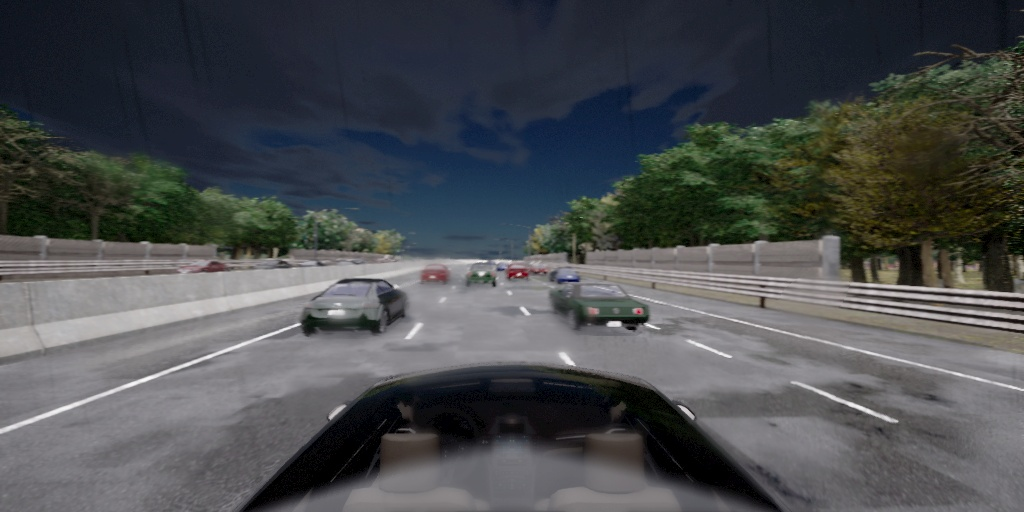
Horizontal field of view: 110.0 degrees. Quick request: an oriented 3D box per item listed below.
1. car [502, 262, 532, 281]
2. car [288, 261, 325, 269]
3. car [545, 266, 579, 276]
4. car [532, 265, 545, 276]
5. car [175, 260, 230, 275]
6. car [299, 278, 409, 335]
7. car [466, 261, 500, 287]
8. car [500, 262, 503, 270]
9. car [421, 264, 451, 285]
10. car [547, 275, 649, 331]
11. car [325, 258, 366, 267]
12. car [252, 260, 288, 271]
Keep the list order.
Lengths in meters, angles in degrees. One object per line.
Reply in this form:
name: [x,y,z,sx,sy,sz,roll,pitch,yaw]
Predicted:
car: [0.419,1.509,34.640,1.882,1.535,5.008,1,0,-5]
car: [-21.029,1.247,37.649,1.812,1.442,4.674,1,0,-5]
car: [4.403,1.629,30.423,1.994,1.385,4.181,1,0,-5]
car: [3.208,1.721,43.812,1.895,1.301,4.718,1,0,-5]
car: [-27.571,1.118,32.206,1.812,1.442,4.674,1,0,-5]
car: [-4.361,1.339,10.549,1.994,1.385,4.181,1,0,-5]
car: [-2.295,1.291,26.819,2.097,1.767,4.553,1,0,-5]
car: [-1.443,1.654,55.517,1.994,1.385,4.181,1,0,-5]
car: [-5.945,1.372,28.327,1.882,1.535,5.008,1,0,-5]
car: [2.477,1.488,11.532,1.895,1.301,4.718,1,-1,-5]
car: [-17.546,1.253,37.995,1.882,1.535,5.008,1,0,-5]
car: [-24.467,1.169,36.810,1.837,1.490,4.892,1,0,-5]
